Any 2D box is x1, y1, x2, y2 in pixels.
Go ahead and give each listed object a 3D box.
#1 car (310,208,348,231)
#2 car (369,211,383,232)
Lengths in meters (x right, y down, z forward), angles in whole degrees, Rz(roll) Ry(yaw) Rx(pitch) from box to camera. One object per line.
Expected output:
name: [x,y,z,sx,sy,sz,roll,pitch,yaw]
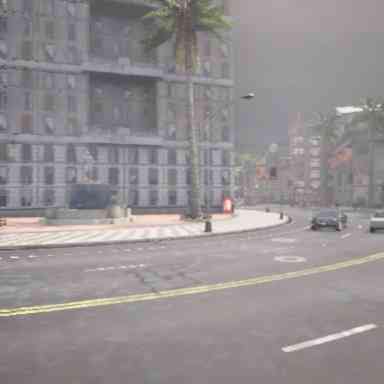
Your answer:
car: [9.890,1.910,23.784,1.837,1.490,4.892,-1,-2,33]
car: [13.002,1.946,22.122,1.895,1.301,4.718,-1,-1,32]
